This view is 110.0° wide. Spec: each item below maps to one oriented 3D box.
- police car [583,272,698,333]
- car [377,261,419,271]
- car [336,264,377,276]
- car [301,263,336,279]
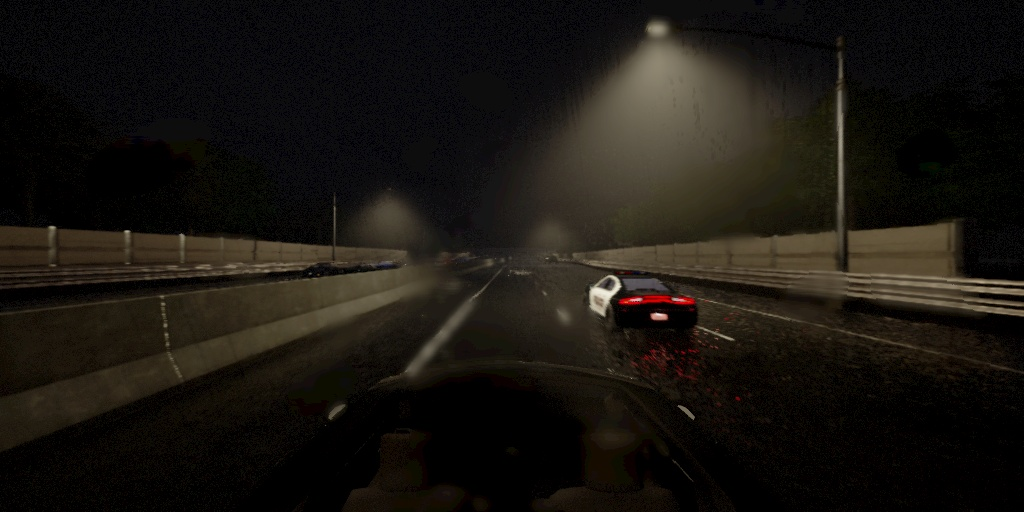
[{"bbox_3d":[3.498,1.266,10.921,2.038,1.542,4.974,0,0,0],"label":"police car"},{"bbox_3d":[-10.520,1.370,33.350,1.895,1.301,4.718,0,0,1],"label":"car"},{"bbox_3d":[-14.019,1.372,33.372,1.895,1.301,4.718,0,0,1],"label":"car"},{"bbox_3d":[-17.512,1.336,33.144,1.994,1.385,4.181,0,0,1],"label":"car"}]
